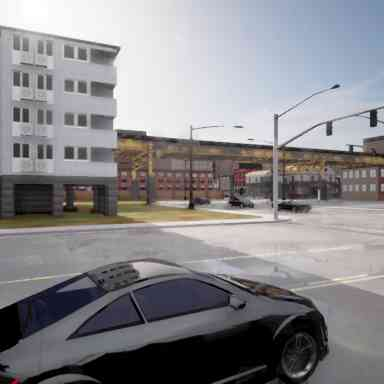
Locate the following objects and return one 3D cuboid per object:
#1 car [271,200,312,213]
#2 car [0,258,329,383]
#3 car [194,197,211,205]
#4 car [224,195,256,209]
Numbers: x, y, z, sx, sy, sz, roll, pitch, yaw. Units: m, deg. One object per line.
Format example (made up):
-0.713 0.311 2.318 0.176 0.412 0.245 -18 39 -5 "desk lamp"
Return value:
11.122 1.601 37.321 1.895 1.301 4.718 0 0 -26 "car"
-0.301 1.564 4.109 4.181 1.385 1.994 0 0 -30 "car"
1.737 1.548 57.963 2.033 1.411 5.357 0 0 -15 "car"
6.833 1.503 46.368 1.837 1.490 4.892 0 0 -25 "car"
